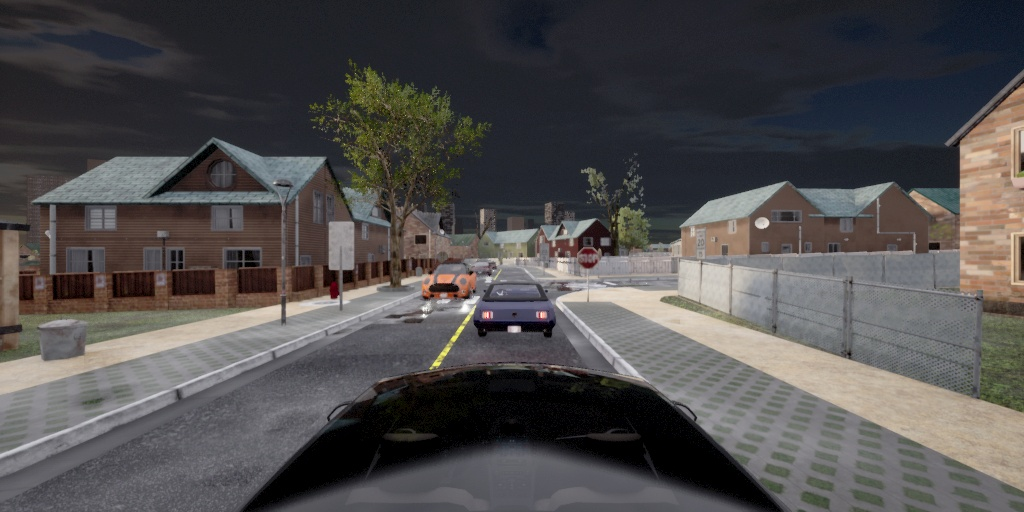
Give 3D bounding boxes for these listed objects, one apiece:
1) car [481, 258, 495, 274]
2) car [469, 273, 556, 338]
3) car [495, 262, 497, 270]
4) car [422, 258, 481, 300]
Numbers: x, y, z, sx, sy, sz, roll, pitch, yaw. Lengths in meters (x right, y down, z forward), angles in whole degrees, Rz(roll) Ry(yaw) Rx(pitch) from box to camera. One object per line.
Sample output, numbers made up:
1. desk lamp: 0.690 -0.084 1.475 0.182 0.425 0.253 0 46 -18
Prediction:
1. car: -2.966 1.252 35.641 1.812 1.442 4.674 0 0 0
2. car: 0.104 1.348 10.230 1.895 1.301 4.718 0 0 1
3. car: -3.182 1.278 50.778 1.994 1.385 4.181 0 0 -2
4. car: -2.900 1.095 17.440 2.097 1.767 4.553 0 0 0
